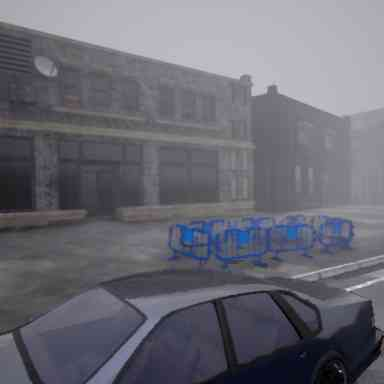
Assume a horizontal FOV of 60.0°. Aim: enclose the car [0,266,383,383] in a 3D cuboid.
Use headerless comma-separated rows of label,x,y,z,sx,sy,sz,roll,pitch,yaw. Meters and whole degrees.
car,-0.242,1.552,3.196,5.357,1.411,2.033,0,0,-35
